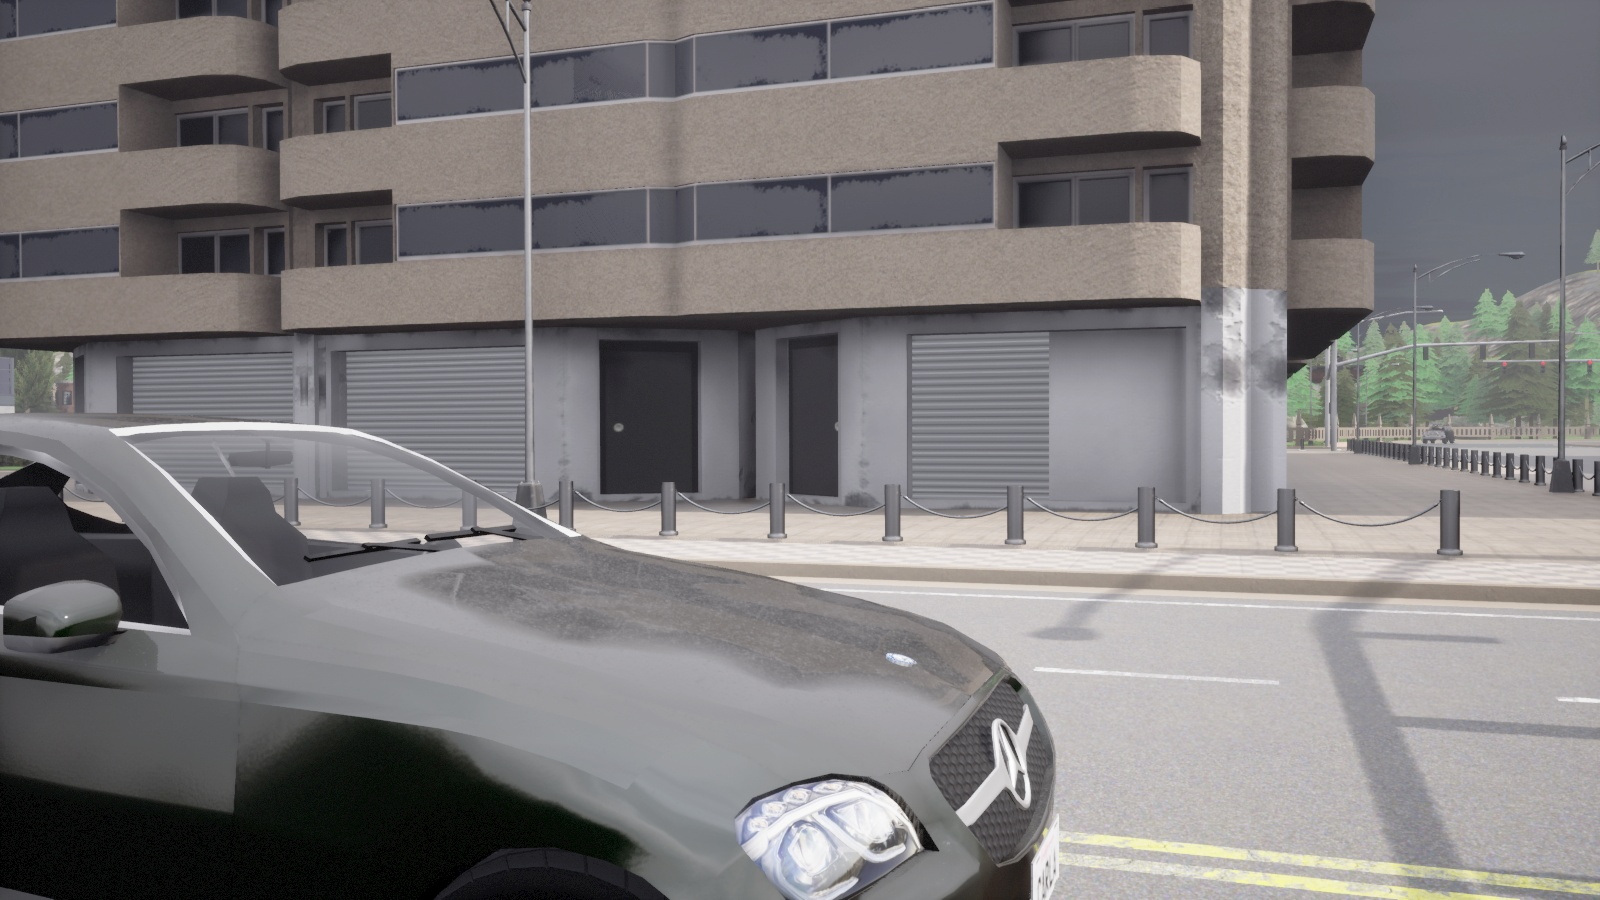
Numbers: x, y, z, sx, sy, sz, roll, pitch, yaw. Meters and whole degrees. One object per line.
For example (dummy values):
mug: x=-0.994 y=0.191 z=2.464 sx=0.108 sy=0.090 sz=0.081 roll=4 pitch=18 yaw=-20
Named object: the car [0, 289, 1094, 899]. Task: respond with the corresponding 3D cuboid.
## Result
car: x=-1.794 y=0.538 z=3.794 sx=5.027 sy=1.651 sz=2.152 roll=1 pitch=1 yaw=19
